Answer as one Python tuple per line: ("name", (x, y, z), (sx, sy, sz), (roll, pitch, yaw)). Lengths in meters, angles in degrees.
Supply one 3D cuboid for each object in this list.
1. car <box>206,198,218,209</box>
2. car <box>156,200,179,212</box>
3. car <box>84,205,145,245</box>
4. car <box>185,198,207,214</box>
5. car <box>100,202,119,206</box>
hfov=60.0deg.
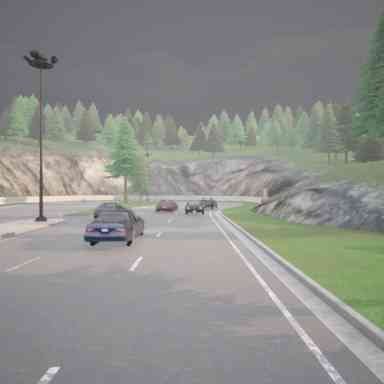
("car", (2.216, 1.492, 44.517), (2.128, 1.511, 4.902), (0, 0, 14))
("car", (-2.766, 1.564, 38.254), (1.994, 1.385, 4.181), (0, 0, 7))
("car", (-3.398, 1.547, 15.480), (2.033, 1.411, 5.357), (0, 0, 0))
("car", (0.341, 1.601, 34.364), (1.895, 1.301, 4.718), (0, 0, 3))
("car", (-6.858, 1.564, 28.051), (1.994, 1.385, 4.181), (0, 0, 1))
